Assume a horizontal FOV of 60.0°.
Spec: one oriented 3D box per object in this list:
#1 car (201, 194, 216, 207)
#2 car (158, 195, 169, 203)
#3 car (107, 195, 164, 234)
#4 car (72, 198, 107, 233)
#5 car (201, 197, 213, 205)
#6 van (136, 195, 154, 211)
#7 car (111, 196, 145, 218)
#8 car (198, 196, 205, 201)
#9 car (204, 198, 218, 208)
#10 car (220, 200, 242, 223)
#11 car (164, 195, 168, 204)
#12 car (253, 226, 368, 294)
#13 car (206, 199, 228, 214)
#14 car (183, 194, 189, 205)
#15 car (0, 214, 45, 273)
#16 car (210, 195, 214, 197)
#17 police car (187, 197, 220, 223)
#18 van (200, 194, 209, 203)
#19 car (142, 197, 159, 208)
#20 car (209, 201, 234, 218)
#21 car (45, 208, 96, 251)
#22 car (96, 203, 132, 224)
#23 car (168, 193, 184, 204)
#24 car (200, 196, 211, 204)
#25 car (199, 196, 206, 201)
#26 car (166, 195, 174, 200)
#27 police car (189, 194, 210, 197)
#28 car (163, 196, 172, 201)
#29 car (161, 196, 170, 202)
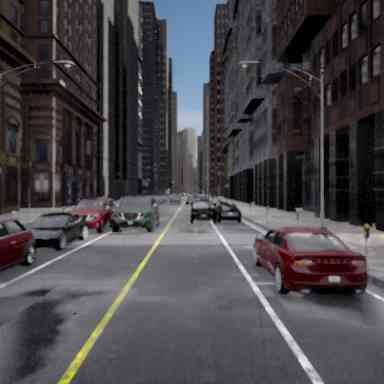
[{"bbox_3d":[2.625,1.324,53.463,2.192,1.841,5.009,0,0,0],"label":"car"},{"bbox_3d":[-5.944,1.459,70.231,1.967,1.590,4.097,0,0,0],"label":"car"},{"bbox_3d":[-3.153,1.222,19.768,2.150,2.045,5.566,0,0,0],"label":"car"},{"bbox_3d":[-5.812,1.313,19.816,2.192,1.841,5.009,0,0,0],"label":"car"},{"bbox_3d":[2.610,1.595,59.065,1.802,1.307,4.206,0,0,0],"label":"car"},{"bbox_3d":[-5.870,1.344,42.222,1.690,1.788,3.998,0,0,0],"label":"van"},{"bbox_3d":[-5.841,1.314,31.020,2.192,1.841,5.009,0,0,0],"label":"car"},{"bbox_3d":[2.537,1.614,87.075,1.802,1.307,4.206,0,0,0],"label":"car"},{"bbox_3d":[2.639,1.588,47.860,1.802,1.307,4.206,0,0,0],"label":"car"},{"bbox_3d":[2.698,1.565,25.453,1.947,1.339,4.313,0,0,0],"label":"car"},{"bbox_3d":[-5.915,1.452,59.028,1.967,1.590,4.097,0,0,0],"label":"car"},{"bbox_3d":[2.742,1.544,8.646,1.887,1.381,4.507,0,0,0],"label":"car"},{"bbox_3d":[2.668,1.552,36.656,2.008,1.369,4.403,0,0,0],"label":"car"},{"bbox_3d":[-0.157,1.577,60.076,1.994,1.385,4.181,0,0,0],"label":"car"},{"bbox_3d":[-5.783,1.439,8.612,1.967,1.590,4.097,0,0,0],"label":"car"},{"bbox_3d":[2.654,1.444,42.259,1.967,1.590,4.097,0,0,0],"label":"car"},{"bbox_3d":[0.792,1.425,25.405,1.930,1.638,5.238,0,0,0],"label":"police car"},{"bbox_3d":[2.581,1.361,70.269,1.690,1.788,3.998,0,0,0],"label":"van"},{"bbox_3d":[-5.885,1.530,47.654,1.752,1.417,4.829,0,0,0],"label":"car"},{"bbox_3d":[2.683,1.566,31.054,1.947,1.339,4.313,0,0,0],"label":"car"},{"bbox_3d":[-5.798,1.564,14.214,1.947,1.339,4.313,0,0,0],"label":"car"},{"bbox_3d":[-5.827,1.580,25.417,1.802,1.307,4.206,0,0,0],"label":"car"},{"bbox_3d":[-3.168,1.408,64.293,2.097,1.767,4.553,0,0,0],"label":"car"},{"bbox_3d":[2.595,1.542,64.837,1.752,1.417,4.829,0,0,0],"label":"car"},{"bbox_3d":[2.551,1.610,81.473,1.802,1.307,4.206,0,0,0],"label":"car"},{"bbox_3d":[-6.003,1.587,92.638,2.008,1.369,4.403,0,0,0],"label":"car"},{"bbox_3d":[0.791,1.428,41.408,1.930,1.638,5.238,0,0,0],"label":"police car"},{"bbox_3d":[-5.974,1.593,81.434,1.947,1.339,4.313,0,0,0],"label":"car"},{"bbox_3d":[-5.959,1.605,75.832,1.802,1.307,4.206,0,0,0],"label":"car"}]
